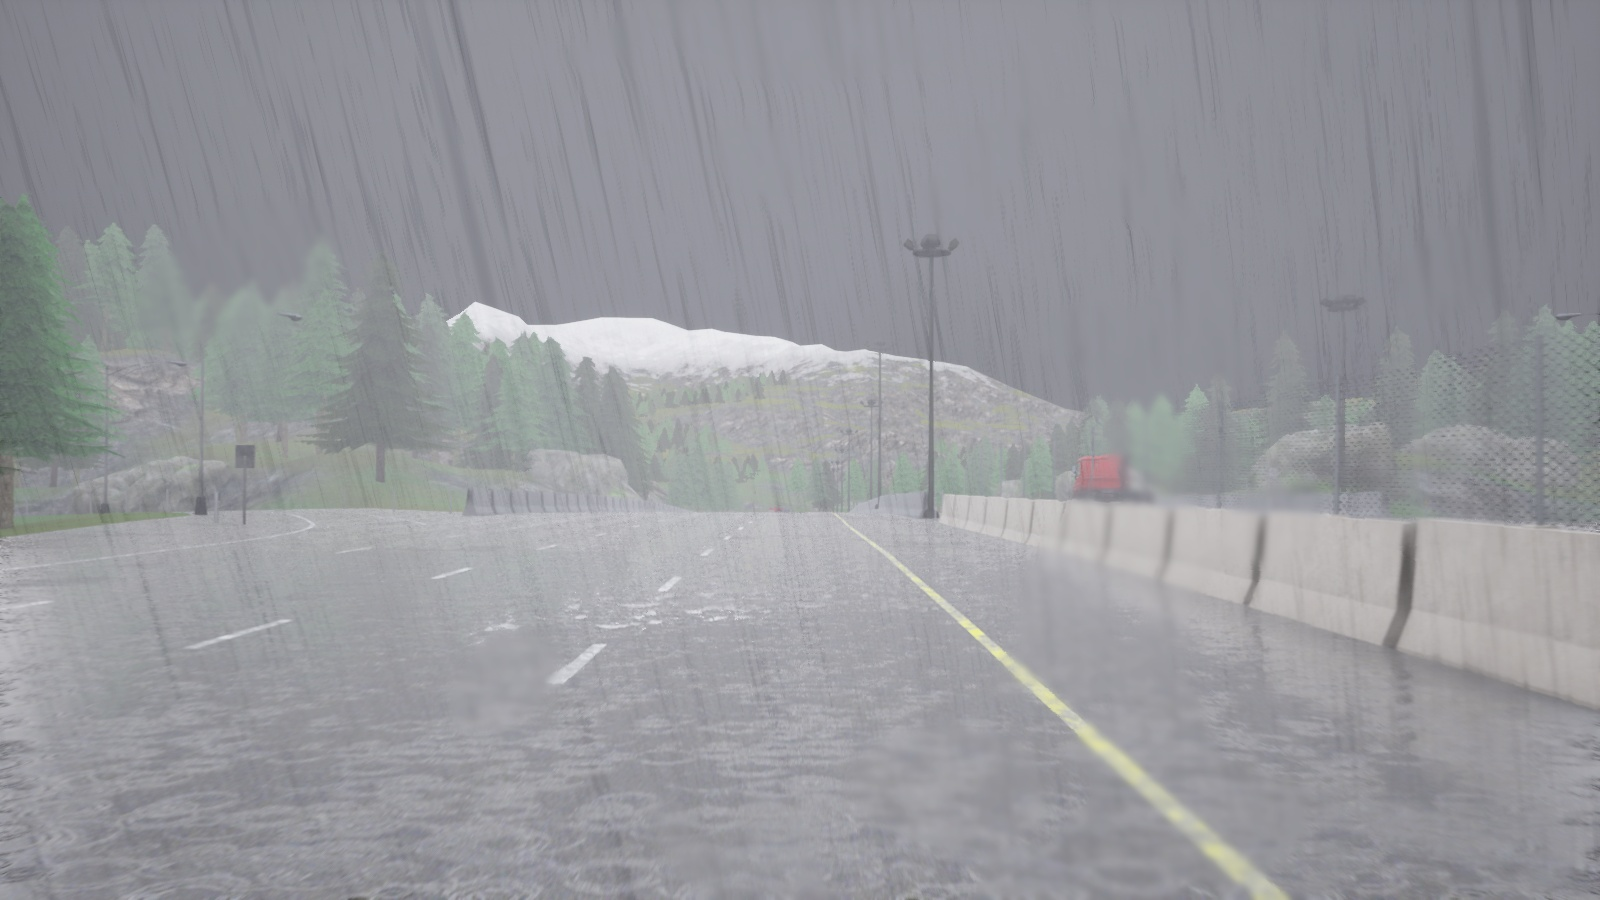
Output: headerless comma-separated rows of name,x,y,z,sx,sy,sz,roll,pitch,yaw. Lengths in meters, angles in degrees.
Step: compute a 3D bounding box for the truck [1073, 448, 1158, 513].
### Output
truck,17.683,1.782,70.940,2.891,3.462,7.936,0,-2,1
